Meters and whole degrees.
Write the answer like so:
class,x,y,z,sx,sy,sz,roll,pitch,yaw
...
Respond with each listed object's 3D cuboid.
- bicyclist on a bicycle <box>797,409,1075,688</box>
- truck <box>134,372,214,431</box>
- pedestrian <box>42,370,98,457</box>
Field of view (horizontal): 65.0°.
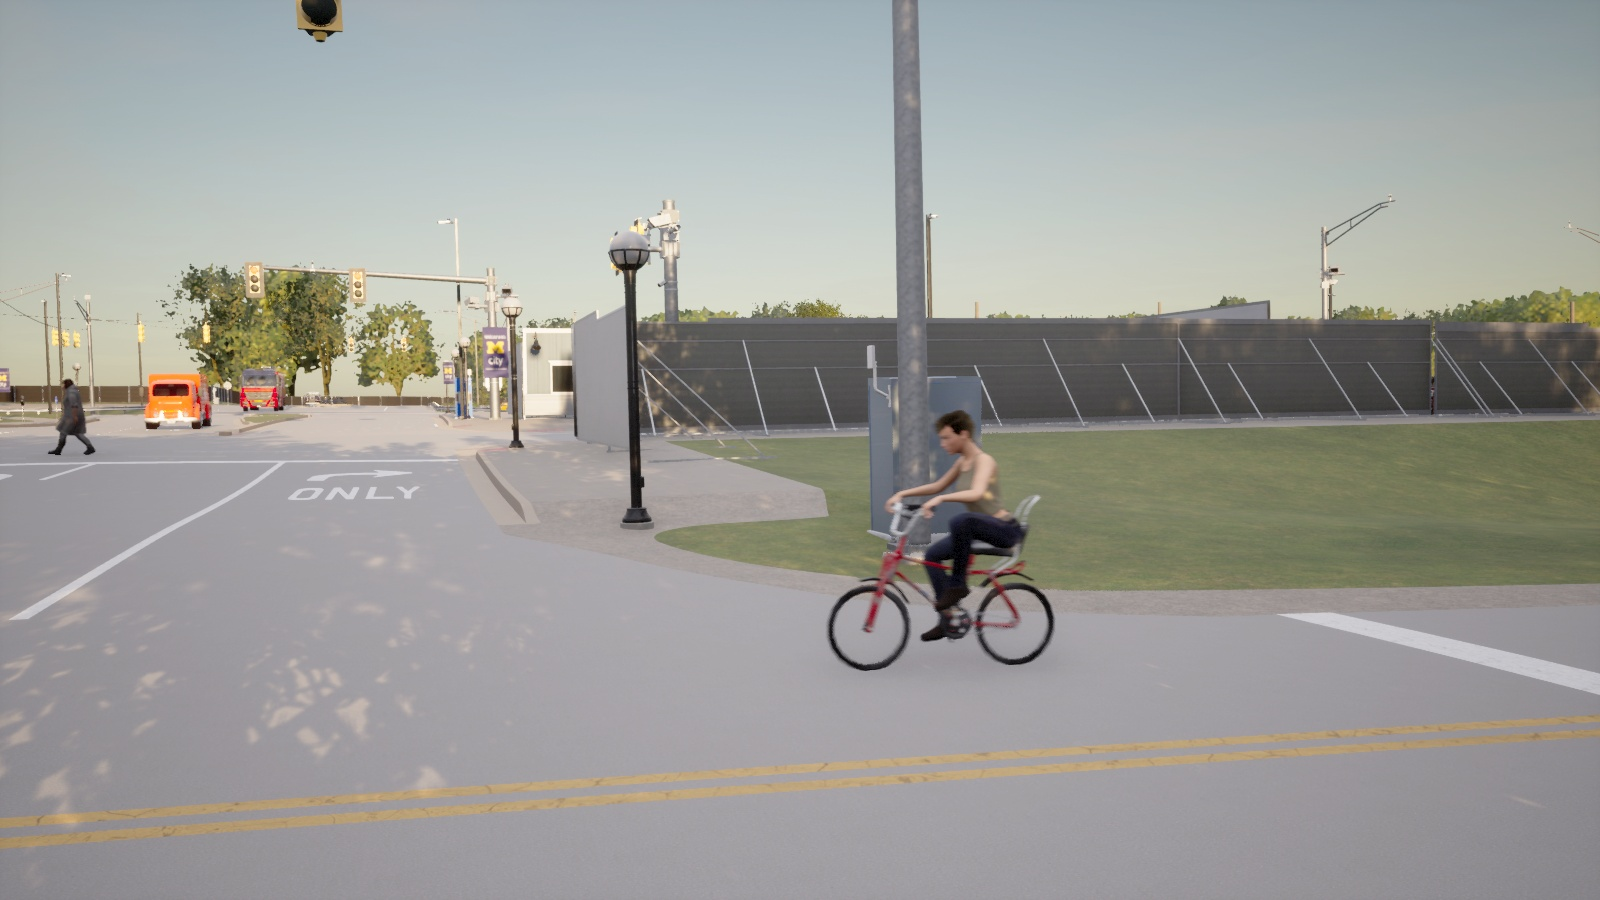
class,x,y,z,sx,sy,sz,roll,pitch,yaw
bicyclist on a bicycle,0.815,0.560,7.807,1.509,1.612,0.866,0,1,-12
truck,-27.958,-2.241,56.311,2.627,2.467,5.204,-1,4,-21
pedestrian,-16.870,-0.849,29.043,0.873,1.952,0.659,-2,2,-10
